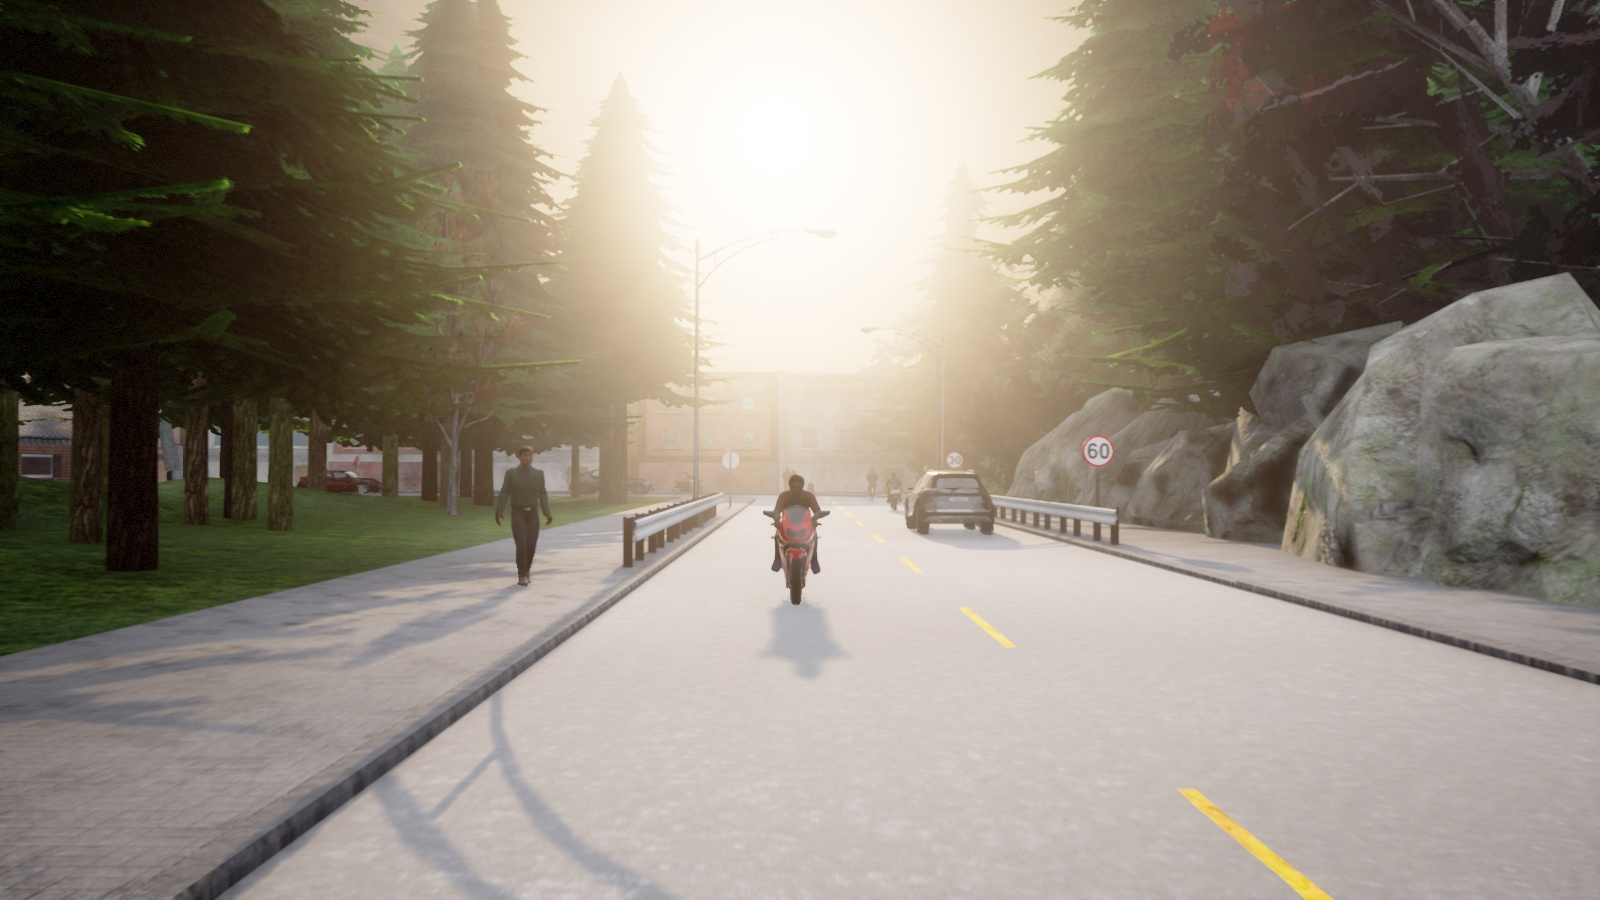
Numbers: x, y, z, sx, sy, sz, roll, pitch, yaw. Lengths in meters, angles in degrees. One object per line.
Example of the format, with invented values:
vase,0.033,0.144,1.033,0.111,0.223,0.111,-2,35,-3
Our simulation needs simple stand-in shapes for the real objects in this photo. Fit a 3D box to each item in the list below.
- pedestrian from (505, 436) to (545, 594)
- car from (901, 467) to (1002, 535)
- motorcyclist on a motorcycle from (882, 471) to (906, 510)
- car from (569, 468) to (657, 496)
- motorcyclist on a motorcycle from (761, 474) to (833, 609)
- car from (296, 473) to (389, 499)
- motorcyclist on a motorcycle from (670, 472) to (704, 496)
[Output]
pedestrian,-3.491,0.805,15.927,0.423,1.949,0.788,0,-1,-17
car,3.883,1.282,33.058,2.033,1.649,4.856,0,-1,0
motorcyclist on a motorcycle,3.768,1.626,50.452,0.797,1.523,2.044,0,-1,0
car,-11.339,1.919,76.485,5.027,1.651,2.152,0,-1,0
motorcyclist on a motorcycle,-0.035,1.051,15.167,0.797,1.523,2.044,0,-1,0
car,-27.831,2.184,76.467,5.008,1.535,1.882,0,-1,0
motorcyclist on a motorcycle,-7.208,2.173,80.399,2.044,1.523,0.797,0,0,7
